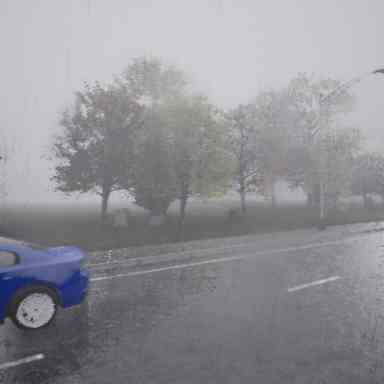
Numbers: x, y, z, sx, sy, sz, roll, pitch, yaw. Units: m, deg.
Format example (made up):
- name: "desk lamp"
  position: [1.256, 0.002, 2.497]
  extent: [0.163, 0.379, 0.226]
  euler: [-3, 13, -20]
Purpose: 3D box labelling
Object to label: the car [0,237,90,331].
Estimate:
- name: "car"
  position: [-4.220, 1.477, 5.280]
  extent: [5.008, 1.535, 1.882]
  euler: [0, 0, -35]
